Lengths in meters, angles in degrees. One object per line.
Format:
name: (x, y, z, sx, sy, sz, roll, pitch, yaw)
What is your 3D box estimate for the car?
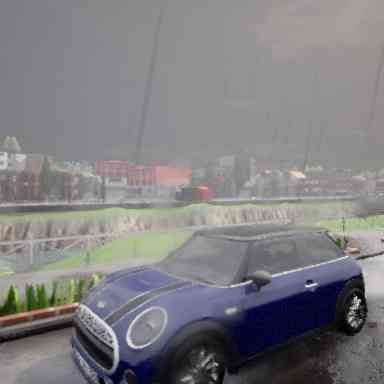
car: (0.621, 1.343, 5.051, 4.553, 1.767, 2.097, 0, 0, -36)
